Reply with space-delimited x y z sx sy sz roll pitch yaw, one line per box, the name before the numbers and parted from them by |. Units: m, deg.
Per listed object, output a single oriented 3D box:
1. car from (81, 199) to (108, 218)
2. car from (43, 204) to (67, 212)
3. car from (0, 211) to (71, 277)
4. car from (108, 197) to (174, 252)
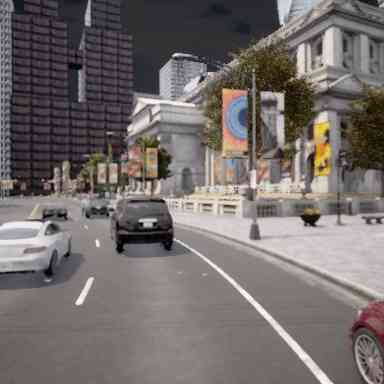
car | -9.012 1.388 30.907 2.097 1.767 4.553 0 0 -24
car | -11.796 1.654 28.568 1.895 1.301 4.718 0 0 -24
car | -4.839 1.547 9.989 1.812 1.442 4.674 0 0 -12
car | -2.280 1.229 14.217 2.150 2.045 5.566 0 0 -16
